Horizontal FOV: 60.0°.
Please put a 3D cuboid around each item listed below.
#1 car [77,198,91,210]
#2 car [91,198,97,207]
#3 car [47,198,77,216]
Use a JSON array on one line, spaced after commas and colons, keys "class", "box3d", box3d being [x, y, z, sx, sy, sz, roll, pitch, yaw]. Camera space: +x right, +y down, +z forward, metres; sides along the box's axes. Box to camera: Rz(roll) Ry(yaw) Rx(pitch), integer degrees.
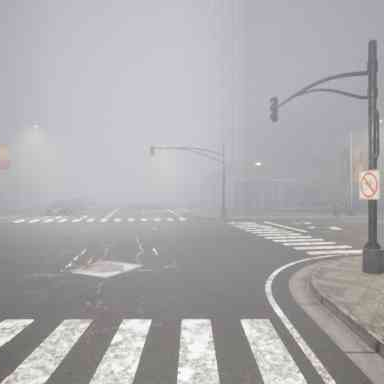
[{"class": "car", "box3d": [-14.783, 1.502, 43.294, 1.882, 1.535, 5.008, 0, 0, -9]}, {"class": "car", "box3d": [-16.375, 1.598, 53.139, 1.994, 1.385, 4.181, 0, 0, -9]}, {"class": "car", "box3d": [-13.196, 1.541, 33.462, 1.812, 1.442, 4.674, 0, 0, -10]}]
